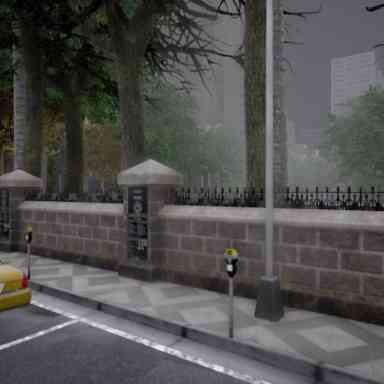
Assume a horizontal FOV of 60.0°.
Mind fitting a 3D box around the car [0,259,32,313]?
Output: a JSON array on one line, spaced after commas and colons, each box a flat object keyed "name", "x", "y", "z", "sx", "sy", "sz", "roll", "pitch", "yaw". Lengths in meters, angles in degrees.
[{"name": "car", "x": -5.071, "y": 1.525, "z": 6.555, "sx": 4.829, "sy": 1.417, "sz": 1.752, "roll": 0, "pitch": 0, "yaw": 35}]
